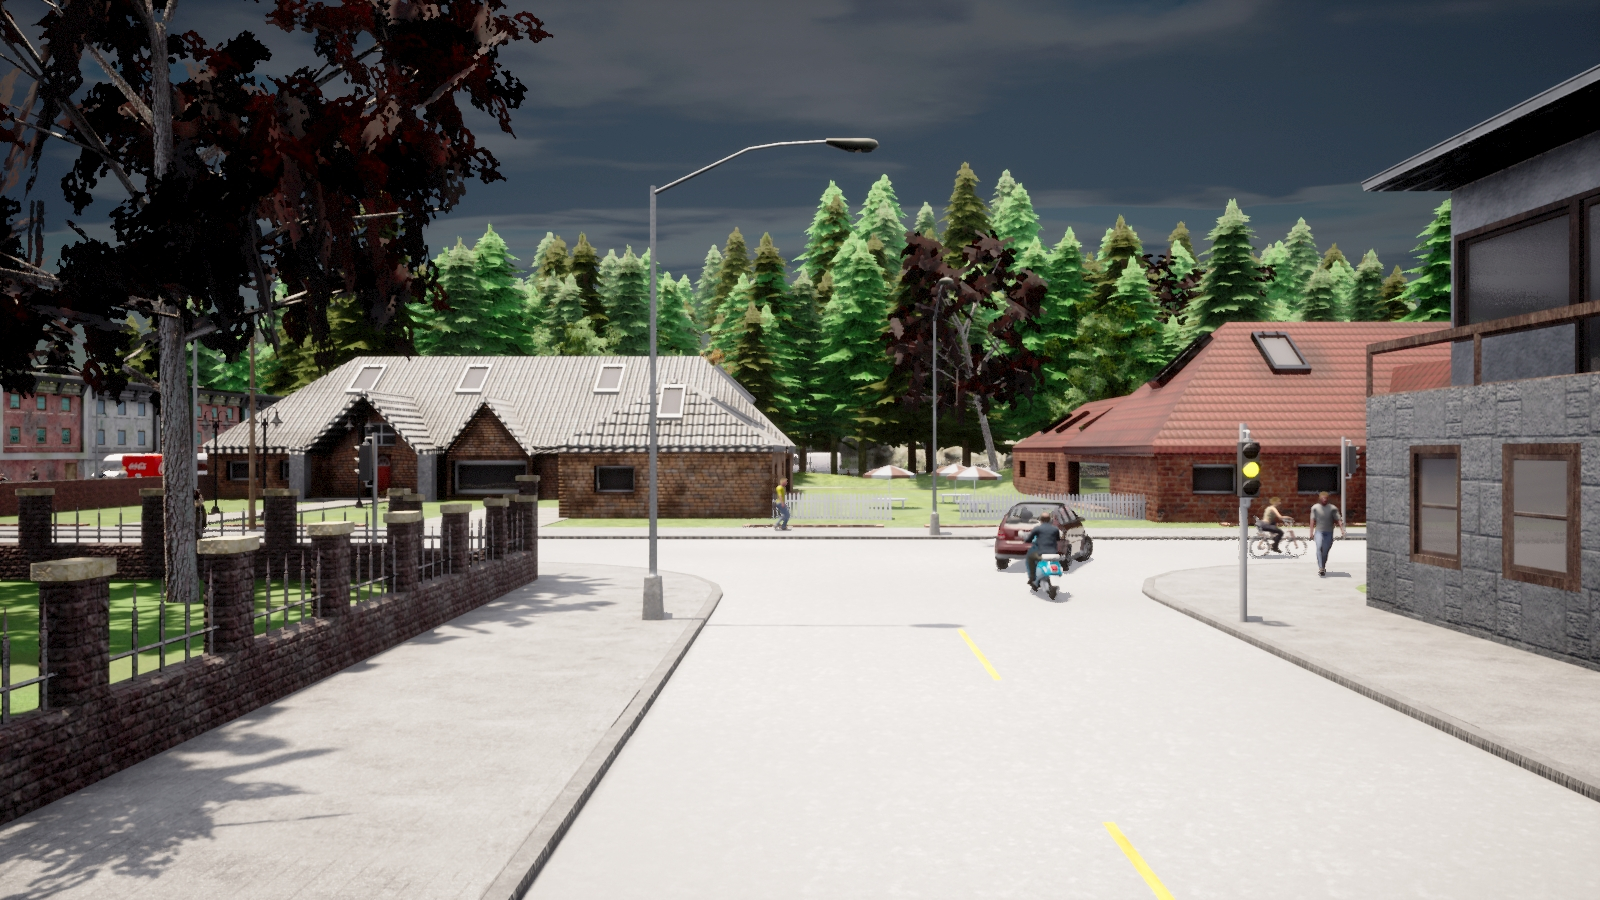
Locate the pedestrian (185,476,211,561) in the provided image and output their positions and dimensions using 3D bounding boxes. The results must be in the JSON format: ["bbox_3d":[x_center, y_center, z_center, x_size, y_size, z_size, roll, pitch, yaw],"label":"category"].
[{"bbox_3d":[-13.384,1.523,25.400,0.375,1.860,0.375,0,0,4],"label":"pedestrian"}]

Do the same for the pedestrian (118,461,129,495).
[{"bbox_3d":[-37.042,1.524,62.585,0.375,1.860,0.375,0,0,-1],"label":"pedestrian"}]

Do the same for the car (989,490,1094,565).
[{"bbox_3d":[5.927,1.806,27.723,1.789,1.549,3.705,0,0,23],"label":"car"}]

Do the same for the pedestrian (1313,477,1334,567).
[{"bbox_3d":[11.105,1.518,24.234,0.375,1.860,0.375,0,0,20],"label":"pedestrian"}]

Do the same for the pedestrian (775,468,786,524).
[{"bbox_3d":[-0.648,1.524,37.927,0.375,1.860,0.375,0,0,2],"label":"pedestrian"}]

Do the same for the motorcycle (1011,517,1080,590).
[{"bbox_3d":[4.690,1.962,21.933,0.856,1.236,1.805,0,0,-3],"label":"motorcycle"}]
